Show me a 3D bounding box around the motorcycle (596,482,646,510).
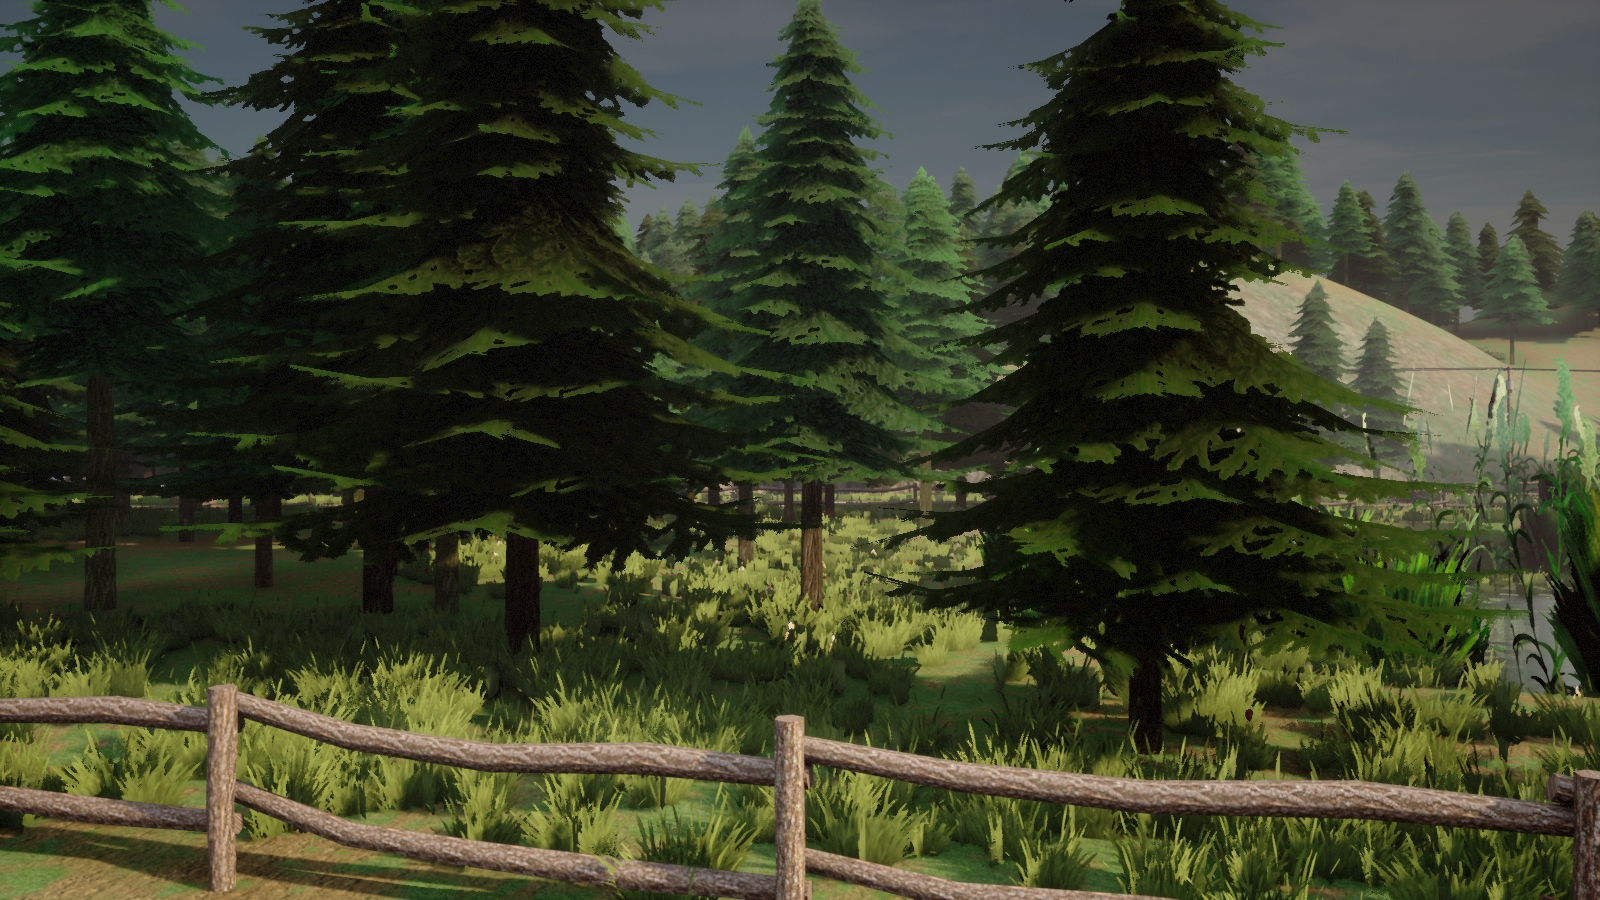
[{"bbox_3d":[-8.474,2.178,54.102,2.209,1.251,0.867,0,0,14],"label":"motorcycle"}]
